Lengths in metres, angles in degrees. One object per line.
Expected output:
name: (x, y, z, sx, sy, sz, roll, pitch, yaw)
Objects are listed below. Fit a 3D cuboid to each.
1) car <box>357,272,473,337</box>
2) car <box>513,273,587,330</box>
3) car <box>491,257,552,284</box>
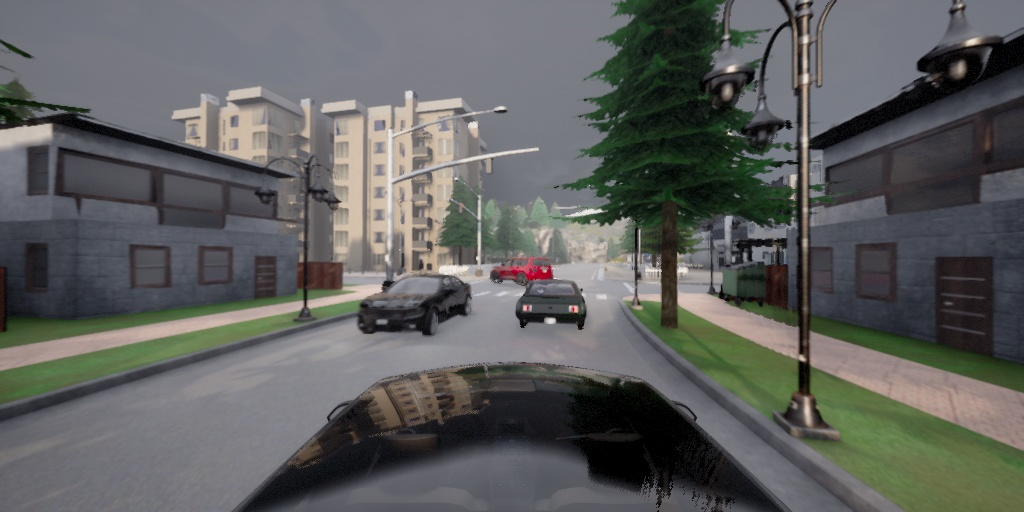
car: (-2.614, 1.270, 10.771, 1.882, 1.535, 5.008, 0, 0, 9)
car: (1.339, 1.411, 11.528, 1.895, 1.301, 4.718, 0, 0, 9)
car: (0.641, 1.132, 26.582, 2.150, 2.045, 5.566, 2, -2, -36)
